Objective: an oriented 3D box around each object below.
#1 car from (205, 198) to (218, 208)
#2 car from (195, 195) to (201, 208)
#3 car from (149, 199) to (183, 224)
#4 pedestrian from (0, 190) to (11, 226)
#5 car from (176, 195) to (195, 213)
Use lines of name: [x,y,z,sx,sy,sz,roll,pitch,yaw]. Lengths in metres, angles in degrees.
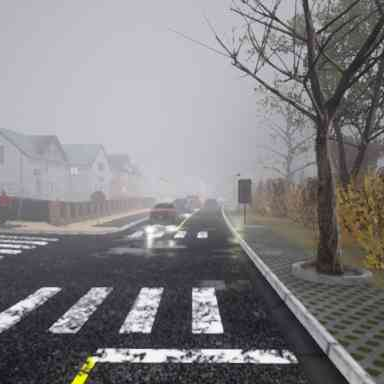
car: [3.078,1.716,52.422,1.882,1.535,5.008,0,0,6]
car: [0.121,1.460,52.182,2.150,2.045,5.566,0,-1,7]
car: [-2.060,1.534,25.660,1.882,1.535,5.008,0,0,3]
pedestrian: [-9.550,0.793,16.857,0.375,1.860,0.375,0,-3,0]
car: [-1.229,1.476,37.979,2.097,1.767,4.553,0,0,5]
